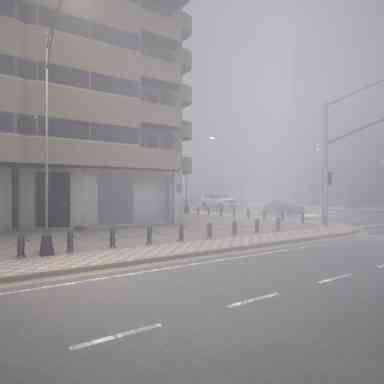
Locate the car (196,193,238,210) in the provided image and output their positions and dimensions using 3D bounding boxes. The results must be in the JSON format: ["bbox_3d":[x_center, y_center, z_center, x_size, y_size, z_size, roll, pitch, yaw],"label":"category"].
[{"bbox_3d":[3.351,1.166,42.298,2.150,2.045,5.566,0,0,-35],"label":"car"}]

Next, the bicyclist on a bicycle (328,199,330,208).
[{"bbox_3d":[17.404,1.245,43.090,1.656,1.620,0.582,0,0,-35],"label":"bicyclist on a bicycle"}]

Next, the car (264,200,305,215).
[{"bbox_3d":[9.334,1.509,33.803,1.994,1.385,4.181,0,0,-35],"label":"car"}]

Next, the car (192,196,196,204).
[{"bbox_3d":[-0.697,1.449,60.622,1.837,1.490,4.892,0,0,-34],"label":"car"}]

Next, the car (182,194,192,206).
[{"bbox_3d":[-2.586,1.436,50.852,2.128,1.511,4.902,0,0,-35],"label":"car"}]
